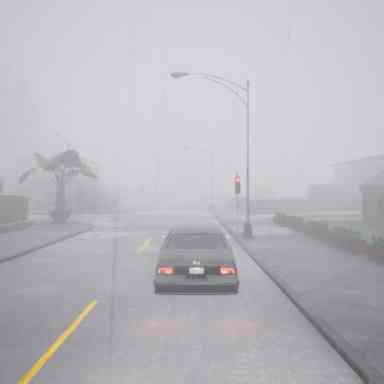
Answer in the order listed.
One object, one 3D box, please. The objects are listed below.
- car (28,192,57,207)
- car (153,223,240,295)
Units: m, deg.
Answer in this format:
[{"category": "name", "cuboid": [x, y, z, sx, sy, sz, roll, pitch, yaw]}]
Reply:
[{"category": "car", "cuboid": [-19.748, 0.985, 43.898, 1.905, 1.878, 3.866, 0, 0, 35]}, {"category": "car", "cuboid": [0.099, 1.547, 8.855, 2.033, 1.411, 5.357, 0, 0, 0]}]
